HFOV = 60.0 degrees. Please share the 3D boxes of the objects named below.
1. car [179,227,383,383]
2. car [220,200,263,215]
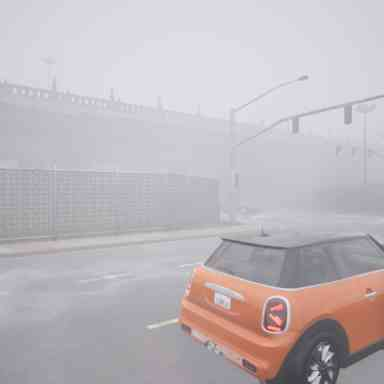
[{"bbox_3d":[2.115,1.351,5.295,4.553,1.767,2.097,0,0,-35],"label":"car"},{"bbox_3d":[4.996,1.600,35.174,2.033,1.411,5.357,0,0,-35],"label":"car"}]
